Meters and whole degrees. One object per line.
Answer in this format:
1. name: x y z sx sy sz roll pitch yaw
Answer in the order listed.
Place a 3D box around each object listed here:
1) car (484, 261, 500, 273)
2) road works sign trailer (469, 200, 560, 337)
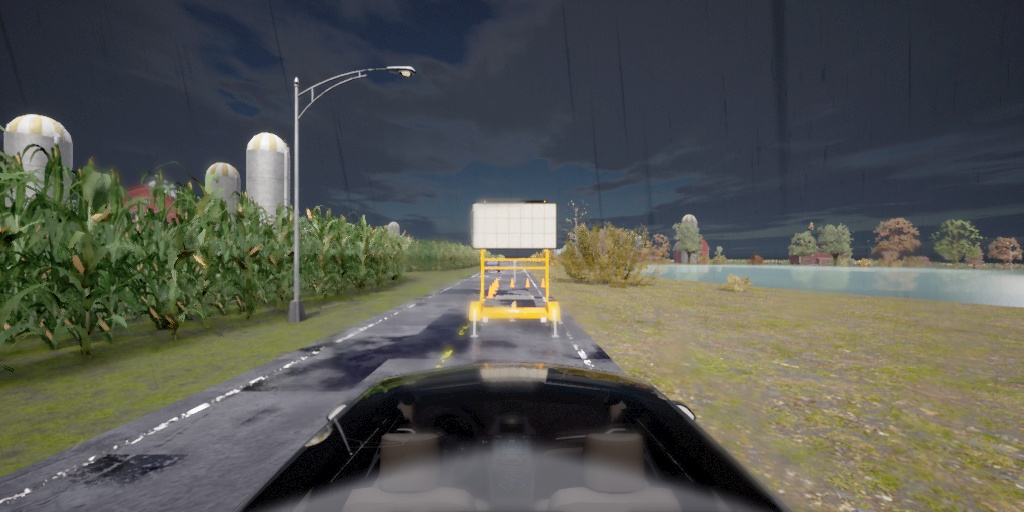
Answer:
1. car: -2.392 1.315 43.504 1.812 1.442 4.674 0 0 0
2. road works sign trailer: 0.081 0.216 10.239 2.380 3.560 2.880 0 0 0
